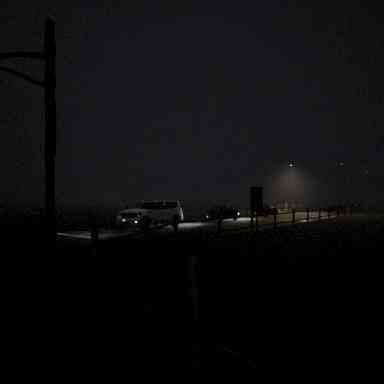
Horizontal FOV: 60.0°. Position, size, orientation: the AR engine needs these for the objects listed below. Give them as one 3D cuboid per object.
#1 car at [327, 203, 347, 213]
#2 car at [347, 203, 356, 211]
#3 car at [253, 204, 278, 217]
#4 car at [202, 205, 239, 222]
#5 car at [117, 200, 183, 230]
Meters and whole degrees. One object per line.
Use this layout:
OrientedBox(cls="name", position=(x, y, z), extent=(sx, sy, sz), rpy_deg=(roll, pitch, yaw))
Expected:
OrientedBox(cls="car", position=(23.319, 2.670, 54.215), extent=(1.812, 1.442, 4.674), rpy_deg=(0, -1, 37))
OrientedBox(cls="car", position=(29.807, 2.867, 63.089), extent=(1.837, 1.490, 4.892), rpy_deg=(0, -1, 36))
OrientedBox(cls="car", position=(8.900, 2.265, 40.768), extent=(2.128, 1.511, 4.902), rpy_deg=(0, -1, 36))
OrientedBox(cls="car", position=(2.869, 2.067, 32.539), extent=(2.128, 1.511, 4.902), rpy_deg=(0, -1, 36))
OrientedBox(cls="car", position=(-2.947, 1.608, 24.601), extent=(2.150, 2.045, 5.566), rpy_deg=(0, -1, 36))
